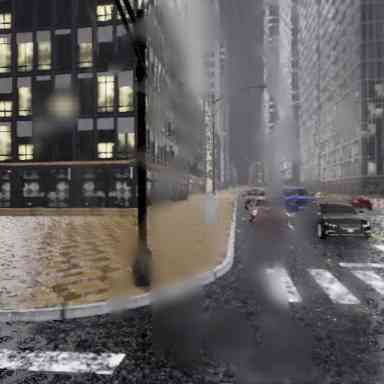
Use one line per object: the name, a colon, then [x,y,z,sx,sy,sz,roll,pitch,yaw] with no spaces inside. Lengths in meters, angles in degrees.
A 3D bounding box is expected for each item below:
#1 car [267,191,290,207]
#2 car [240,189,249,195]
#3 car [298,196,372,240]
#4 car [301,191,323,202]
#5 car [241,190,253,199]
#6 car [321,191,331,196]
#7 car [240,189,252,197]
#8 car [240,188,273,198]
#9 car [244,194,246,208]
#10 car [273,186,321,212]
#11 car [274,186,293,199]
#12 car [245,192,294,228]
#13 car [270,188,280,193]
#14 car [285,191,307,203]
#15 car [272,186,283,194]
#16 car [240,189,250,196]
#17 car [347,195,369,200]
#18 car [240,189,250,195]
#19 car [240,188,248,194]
car: [9.028,0.723,35.101,1.837,1.490,4.892,0,1,8]
car: [12.415,-0.107,79.249,1.947,1.339,4.313,1,1,8]
car: [6.264,1.144,14.858,1.837,1.490,4.892,0,1,8]
car: [16.225,0.520,45.049,1.947,1.339,4.313,1,1,8]
car: [9.413,0.330,57.155,1.887,1.381,4.507,1,1,8]
car: [15.497,0.591,39.691,1.752,1.417,4.829,1,1,8]
car: [10.164,0.222,62.679,2.008,1.369,4.403,1,1,8]
car: [5.663,0.675,29.534,2.192,1.841,5.009,1,1,8]
car: [4.909,1.057,24.017,1.802,1.307,4.206,1,1,8]
car: [7.617,0.655,24.785,2.150,2.045,5.566,0,1,8]
car: [14.822,0.012,54.173,2.150,2.045,5.566,0,1,8]
car: [4.160,1.030,18.491,1.967,1.590,4.097,1,1,8]
car: [22.231,-0.396,89.251,1.947,1.339,4.313,1,1,8]
car: [13.243,0.597,42.492,1.994,1.385,4.181,0,1,8]
car: [21.483,-0.533,83.720,2.192,1.841,5.009,1,1,8]
car: [10.914,0.101,68.202,1.887,1.381,4.507,1,1,8]
car: [13.971,0.881,28.472,1.802,1.307,4.206,1,1,8]
car: [11.665,-0.007,73.725,2.008,1.369,4.403,1,1,8]
car: [13.166,-0.242,84.772,1.887,1.381,4.507,1,1,8]
